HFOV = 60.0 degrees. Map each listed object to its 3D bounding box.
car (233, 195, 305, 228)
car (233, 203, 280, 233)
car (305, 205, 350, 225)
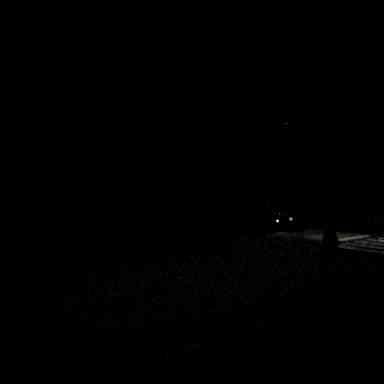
[{"bbox_3d":[4.236,1.245,21.858,2.150,2.045,5.566,1,0,-35],"label":"car"},{"bbox_3d":[2.698,1.570,19.637,1.947,1.339,4.313,1,0,-35],"label":"car"},{"bbox_3d":[9.235,1.629,24.293,1.947,1.339,4.313,1,0,-35],"label":"car"}]
